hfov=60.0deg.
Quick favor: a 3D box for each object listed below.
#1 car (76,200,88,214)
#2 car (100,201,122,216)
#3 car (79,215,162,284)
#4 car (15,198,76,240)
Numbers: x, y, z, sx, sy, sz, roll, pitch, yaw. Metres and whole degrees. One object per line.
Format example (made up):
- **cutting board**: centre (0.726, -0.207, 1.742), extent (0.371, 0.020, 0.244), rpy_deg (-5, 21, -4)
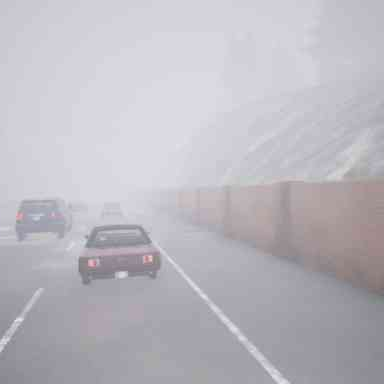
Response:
- **car**: centre (-12.567, 1.616, 36.739), extent (1.882, 1.535, 5.008), rpy_deg (-2, 0, -14)
- **car**: centre (-7.413, 1.580, 30.607), extent (2.033, 1.411, 5.357), rpy_deg (-2, 0, -14)
- **car**: centre (-2.162, 1.605, 9.765), extent (1.895, 1.301, 4.718), rpy_deg (-2, 0, -14)
- **car**: centre (-7.877, 1.334, 18.094), extent (2.150, 2.045, 5.566), rpy_deg (-2, 0, -14)
